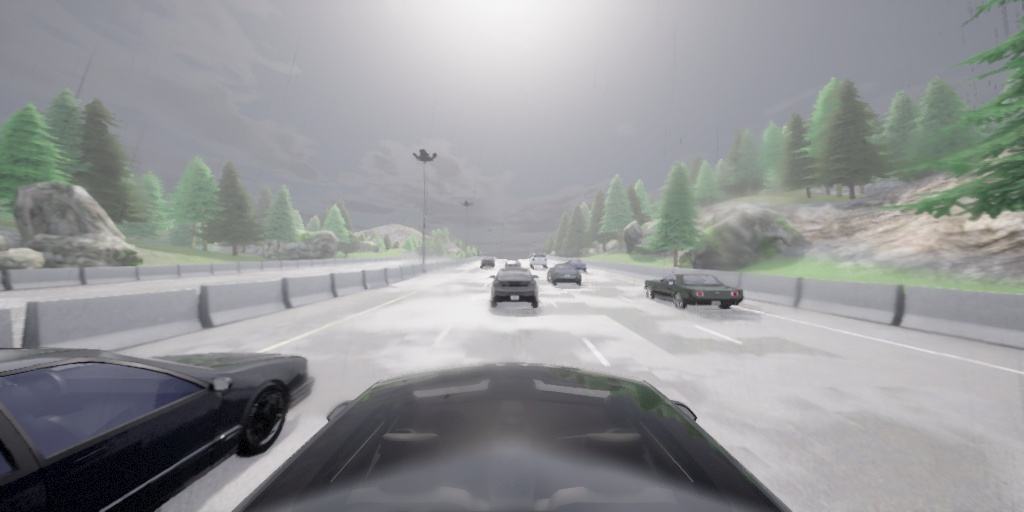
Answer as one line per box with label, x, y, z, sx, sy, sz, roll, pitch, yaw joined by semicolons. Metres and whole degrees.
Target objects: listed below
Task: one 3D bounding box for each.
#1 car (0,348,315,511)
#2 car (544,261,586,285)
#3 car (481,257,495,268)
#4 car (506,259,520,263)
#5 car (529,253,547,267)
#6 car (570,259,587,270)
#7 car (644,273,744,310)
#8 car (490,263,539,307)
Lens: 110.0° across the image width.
car;-3.400;1.298;2.031;2.033;1.411;5.357;0;0;0
car;3.606;1.250;25.266;1.994;1.385;4.181;0;1;0
car;-3.388;0.898;51.378;1.837;1.490;4.892;0;1;0
car;0.110;1.074;40.078;2.033;1.411;5.357;0;1;0
car;3.612;0.636;49.534;2.150;2.045;5.566;0;1;0
car;7.110;1.070;40.410;2.033;1.411;5.357;0;1;0
car;7.103;1.347;14.683;1.895;1.301;4.718;0;0;0
car;0.103;1.250;15.544;1.837;1.490;4.892;0;1;0
